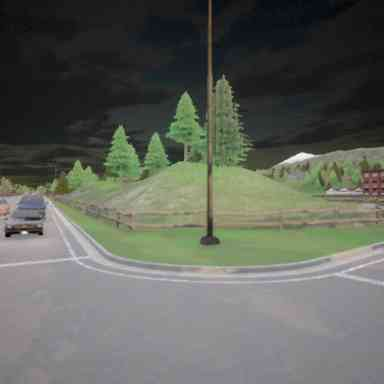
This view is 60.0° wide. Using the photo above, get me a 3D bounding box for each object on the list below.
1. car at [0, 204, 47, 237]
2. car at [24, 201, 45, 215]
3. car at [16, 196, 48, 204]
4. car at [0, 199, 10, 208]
[{"bbox_3d":[-9.425,1.647,18.997,2.033,1.411,5.357,0,0,-24],"label":"car"},{"bbox_3d":[-17.697,1.758,37.532,1.994,1.385,4.181,0,0,-24],"label":"car"},{"bbox_3d":[-13.590,1.368,28.299,2.150,2.045,5.566,0,0,-25],"label":"car"},{"bbox_3d":[-20.532,1.544,35.242,2.097,1.767,4.553,0,0,-24],"label":"car"}]
